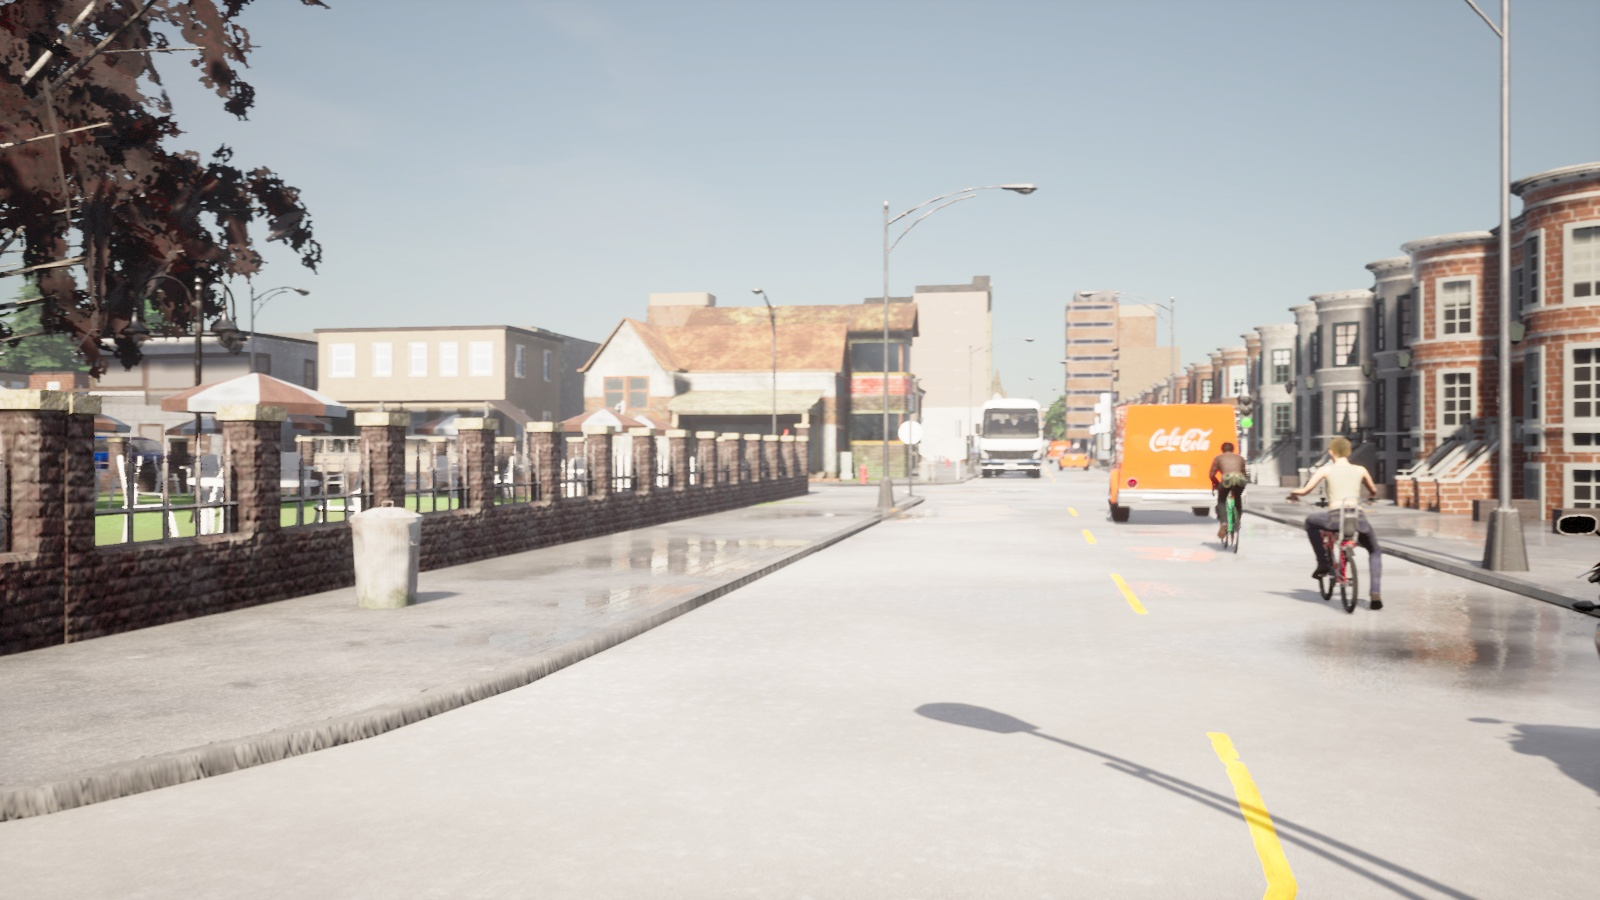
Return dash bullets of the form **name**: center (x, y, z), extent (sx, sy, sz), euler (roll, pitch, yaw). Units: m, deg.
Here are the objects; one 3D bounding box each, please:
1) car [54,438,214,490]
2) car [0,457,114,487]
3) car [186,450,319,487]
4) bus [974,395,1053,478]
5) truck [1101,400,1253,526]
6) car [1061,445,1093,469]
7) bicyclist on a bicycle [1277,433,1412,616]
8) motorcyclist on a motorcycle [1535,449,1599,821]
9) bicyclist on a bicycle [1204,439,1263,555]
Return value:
- **car**: center (-26.785, 0.562, 50.574), extent (5.566, 2.045, 2.150), euler (0, 0, 11)
- **car**: center (-33.305, 0.969, 55.874), extent (4.718, 1.301, 1.895), euler (0, 0, 11)
- **car**: center (-23.520, 0.785, 54.029), extent (4.902, 1.511, 2.128), euler (0, 0, 11)
- **bus**: center (11.893, -0.696, 69.360), extent (3.944, 4.253, 10.273), euler (0, 0, 11)
- **truck**: center (8.016, 0.227, 27.262), extent (2.627, 2.467, 5.204), euler (0, 1, 11)
- **car**: center (20.170, 0.501, 91.627), extent (2.097, 1.767, 4.553), euler (0, 0, 11)
- **bicyclist on a bicycle**: center (5.110, 0.656, 11.881), extent (0.866, 1.612, 1.509), euler (0, 0, 11)
- **motorcyclist on a motorcycle**: center (3.714, 0.763, 5.068), extent (0.866, 1.530, 2.191), euler (0, 0, 19)
- **bicyclist on a bicycle**: center (6.369, 0.666, 18.515), extent (0.582, 1.620, 1.656), euler (0, 0, 11)
